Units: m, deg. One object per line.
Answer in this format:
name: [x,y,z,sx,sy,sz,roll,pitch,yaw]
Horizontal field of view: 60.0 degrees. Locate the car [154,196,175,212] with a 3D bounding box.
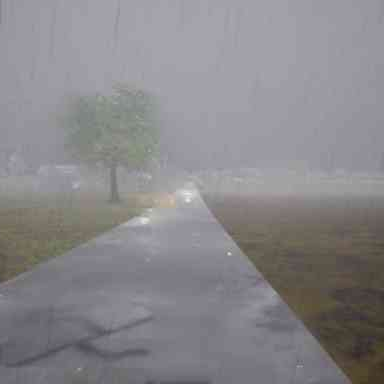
car: [-2.841,1.165,35.007,1.882,1.535,5.008,0,1,0]
